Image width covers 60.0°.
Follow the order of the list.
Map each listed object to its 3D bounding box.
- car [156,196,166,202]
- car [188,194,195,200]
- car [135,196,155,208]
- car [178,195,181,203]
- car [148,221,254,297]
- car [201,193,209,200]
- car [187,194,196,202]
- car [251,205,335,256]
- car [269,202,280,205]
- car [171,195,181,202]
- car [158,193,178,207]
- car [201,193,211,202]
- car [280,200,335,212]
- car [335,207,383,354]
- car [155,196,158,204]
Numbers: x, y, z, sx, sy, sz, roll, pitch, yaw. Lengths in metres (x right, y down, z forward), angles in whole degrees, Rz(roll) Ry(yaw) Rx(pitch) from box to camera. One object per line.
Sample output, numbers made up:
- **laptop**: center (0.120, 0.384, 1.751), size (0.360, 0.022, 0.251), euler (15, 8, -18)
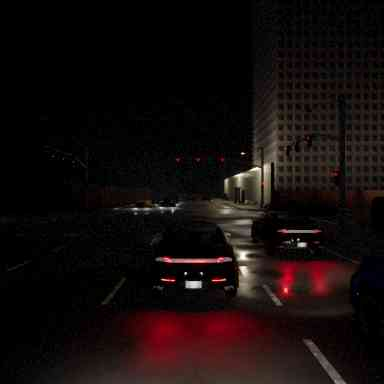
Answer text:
- **car**: center (-7.096, 1.594, 76.977), size (1.895, 1.301, 4.718), euler (0, 0, 0)
- **car**: center (-0.111, 1.327, 89.071), size (1.837, 1.490, 4.892), euler (0, 0, 0)
- **car**: center (-7.153, 1.477, 49.321), size (1.882, 1.535, 5.008), euler (0, 0, 0)
- **car**: center (-3.620, 1.222, 64.058), size (2.150, 2.045, 5.566), euler (0, 0, 0)
- **car**: center (0.046, 1.492, 8.547), size (2.128, 1.511, 4.902), euler (0, 0, 0)
- **car**: center (3.389, 1.182, 89.044), size (2.097, 1.767, 4.553), euler (0, 0, 0)
- **car**: center (-0.099, 1.346, 78.818), size (2.097, 1.767, 4.553), euler (0, 0, 0)
- **car**: center (3.565, 1.491, 13.165), size (2.128, 1.511, 4.902), euler (0, 0, 0)
- **car**: center (10.246, 1.581, 36.150), size (4.674, 1.442, 1.812), euler (0, 0, 6)
- **car**: center (-3.594, 1.478, 75.331), size (1.882, 1.535, 5.008), euler (0, 0, 0)
- **car**: center (-3.650, 1.352, 51.436), size (2.097, 1.767, 4.553), euler (0, 0, 0)
- **car**: center (3.401, 1.491, 78.851), size (1.837, 1.490, 4.892), euler (0, 0, 0)
- **car**: center (11.400, 1.656, 32.182), size (4.718, 1.301, 1.895), euler (0, 0, -2)
- **car**: center (3.597, 1.219, 2.956), size (2.150, 2.045, 5.566), euler (0, 0, 0)
- **car**: center (-7.141, 1.477, 61.863), size (1.882, 1.535, 5.008), euler (0, 0, 0)
